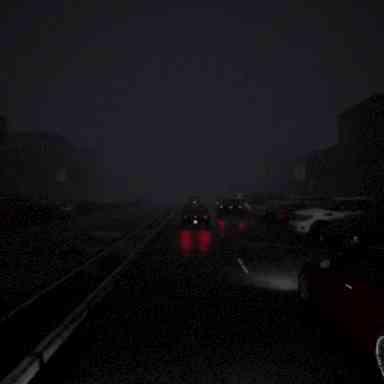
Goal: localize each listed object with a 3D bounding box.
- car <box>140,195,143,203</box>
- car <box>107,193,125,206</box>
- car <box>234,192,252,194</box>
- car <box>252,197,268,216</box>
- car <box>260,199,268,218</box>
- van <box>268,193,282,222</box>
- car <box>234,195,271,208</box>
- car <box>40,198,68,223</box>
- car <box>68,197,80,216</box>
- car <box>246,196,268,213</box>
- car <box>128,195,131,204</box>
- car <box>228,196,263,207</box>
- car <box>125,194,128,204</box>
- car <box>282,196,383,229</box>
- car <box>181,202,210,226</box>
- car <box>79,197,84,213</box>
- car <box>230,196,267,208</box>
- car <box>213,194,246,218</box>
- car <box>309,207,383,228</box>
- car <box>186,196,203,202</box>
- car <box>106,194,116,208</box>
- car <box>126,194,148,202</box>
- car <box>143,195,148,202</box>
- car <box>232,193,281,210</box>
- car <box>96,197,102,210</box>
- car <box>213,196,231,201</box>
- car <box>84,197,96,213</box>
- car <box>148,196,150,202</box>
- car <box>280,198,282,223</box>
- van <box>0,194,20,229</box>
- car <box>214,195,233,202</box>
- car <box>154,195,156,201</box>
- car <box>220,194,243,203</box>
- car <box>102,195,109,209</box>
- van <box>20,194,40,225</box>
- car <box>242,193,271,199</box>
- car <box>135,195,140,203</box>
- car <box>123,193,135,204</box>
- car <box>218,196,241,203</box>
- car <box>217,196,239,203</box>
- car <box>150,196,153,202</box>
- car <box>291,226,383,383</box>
[{"bbox_3d":[-12.407,1.296,63.705,4.553,1.767,2.185,0,-1,0],"label":"car"},{"bbox_3d":[-12.747,1.340,47.173,5.366,1.575,1.946,0,0,0],"label":"car"},{"bbox_3d":[7.823,1.141,38.461,5.566,2.045,2.435,0,0,0],"label":"car"},{"bbox_3d":[7.976,1.445,27.428,5.366,1.575,1.946,0,0,0],"label":"car"},{"bbox_3d":[7.773,1.499,24.673,4.674,1.452,2.002,0,0,0],"label":"car"},{"bbox_3d":[7.643,1.242,21.913,4.442,1.987,1.878,0,0,0],"label":"van"},{"bbox_3d":[7.914,1.237,43.974,4.553,1.767,2.185,0,0,0],"label":"car"},{"bbox_3d":[-12.698,1.206,24.933,5.566,2.045,2.435,0,0,1],"label":"car"},{"bbox_3d":[-12.522,1.444,27.716,5.366,1.575,1.946,0,0,0],"label":"car"},{"bbox_3d":[7.991,1.432,30.188,5.366,1.575,1.946,0,0,0],"label":"car"},{"bbox_3d":[-12.519,1.380,52.600,4.674,1.452,2.002,0,0,0],"label":"car"},{"bbox_3d":[7.908,1.346,49.484,5.008,1.535,2.097,0,0,0],"label":"car"},{"bbox_3d":[-12.544,1.378,49.942,4.674,1.452,2.002,0,0,0],"label":"car"},{"bbox_3d":[7.701,1.229,16.396,5.566,2.045,2.435,0,0,0],"label":"car"},{"bbox_3d":[0.227,1.585,23.148,1.895,1.301,4.718,0,0,0],"label":"car"},{"bbox_3d":[-12.719,1.308,30.374,4.553,1.767,2.185,0,0,0],"label":"car"},{"bbox_3d":[7.927,1.383,46.732,4.792,1.488,2.163,0,0,0],"label":"car"},{"bbox_3d":[3.264,1.309,29.857,2.097,1.767,4.553,0,0,0],"label":"car"},{"bbox_3d":[7.685,1.514,13.639,4.792,1.488,2.163,0,0,0],"label":"car"},{"bbox_3d":[0.327,1.248,41.532,2.097,1.767,4.553,0,0,0],"label":"car"},{"bbox_3d":[-12.609,1.369,41.615,5.008,1.535,2.097,0,0,0],"label":"car"},{"bbox_3d":[-12.328,1.446,74.826,4.553,1.767,2.185,0,-1,0],"label":"car"},{"bbox_3d":[-12.402,1.497,69.384,4.892,1.521,2.231,0,-1,0],"label":"car"},{"bbox_3d":[7.896,1.126,41.218,5.566,2.045,2.435,0,0,0],"label":"car"},{"bbox_3d":[-12.675,1.432,35.933,4.792,1.488,2.163,0,0,0],"label":"car"},{"bbox_3d":[8.141,1.845,90.862,4.674,1.452,2.002,0,-1,0],"label":"car"},{"bbox_3d":[-12.662,1.419,33.152,5.008,1.535,2.097,0,0,0],"label":"car"},{"bbox_3d":[-12.561,1.531,72.165,5.366,1.575,1.946,0,-1,0],"label":"car"},{"bbox_3d":[7.776,1.349,19.155,4.553,1.767,2.185,0,0,0],"label":"car"},{"bbox_3d":[-12.893,1.251,19.382,4.442,1.987,1.878,0,0,1],"label":"van"},{"bbox_3d":[8.081,1.594,85.315,4.553,1.767,2.185,0,-1,0],"label":"car"},{"bbox_3d":[-12.287,1.694,83.153,4.892,1.521,2.231,0,-1,0],"label":"car"},{"bbox_3d":[8.052,1.366,68.773,4.553,1.767,2.185,0,-1,0],"label":"car"},{"bbox_3d":[-12.632,1.387,38.712,4.892,1.521,2.231,0,0,0],"label":"car"},{"bbox_3d":[-12.868,1.242,22.035,4.442,1.987,1.878,0,0,1],"label":"van"},{"bbox_3d":[7.805,1.282,35.704,4.553,1.767,2.185,0,0,0],"label":"car"},{"bbox_3d":[-12.452,1.115,58.154,5.566,2.045,2.435,0,0,0],"label":"car"},{"bbox_3d":[-12.687,1.347,55.375,5.366,1.575,1.946,0,0,0],"label":"car"},{"bbox_3d":[8.065,1.558,71.528,4.792,1.488,2.163,0,-1,0],"label":"car"},{"bbox_3d":[8.048,1.604,74.285,4.674,1.452,2.002,0,-1,0],"label":"car"},{"bbox_3d":[-12.305,1.641,77.595,4.792,1.488,2.163,0,-1,0],"label":"car"},{"bbox_3d":[3.126,1.532,5.046,1.812,1.442,4.674,0,0,0],"label":"car"}]
